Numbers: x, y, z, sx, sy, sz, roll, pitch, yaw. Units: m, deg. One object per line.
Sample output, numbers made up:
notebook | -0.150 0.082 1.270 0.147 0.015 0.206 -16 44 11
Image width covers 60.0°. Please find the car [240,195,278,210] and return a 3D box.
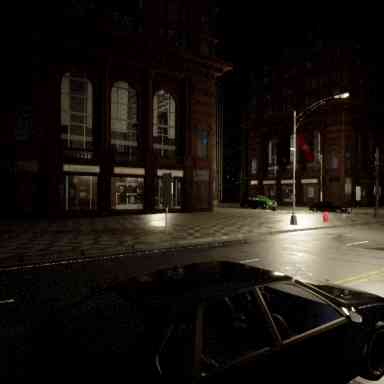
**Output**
car | 8.996 1.442 45.329 2.150 2.045 5.566 1 -1 -36

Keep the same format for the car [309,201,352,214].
car | 15.161 1.698 36.628 1.812 1.442 4.674 1 -1 -35

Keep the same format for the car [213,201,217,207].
car | 2.095 1.752 55.081 1.882 1.535 5.008 1 -1 -35

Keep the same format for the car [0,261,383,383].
car | 0.380 1.548 3.712 5.357 1.411 2.033 0 0 -36
